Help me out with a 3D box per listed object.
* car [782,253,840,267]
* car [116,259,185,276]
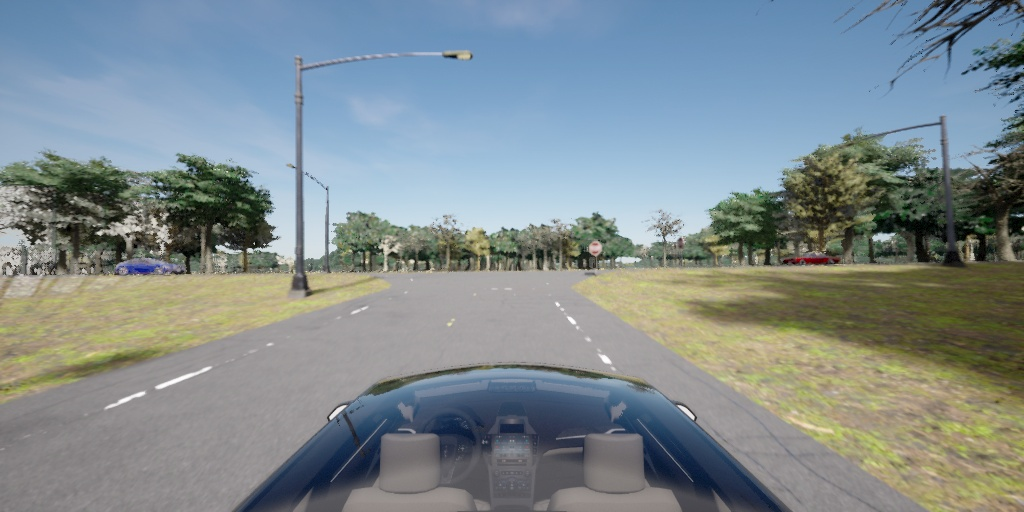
[{"bbox_3d":[30.624,0.410,36.832,4.718,1.301,1.895,-1,-2,-1],"label":"car"},{"bbox_3d":[-29.674,0.928,29.471,4.674,1.442,1.812,-1,-2,1],"label":"car"}]
